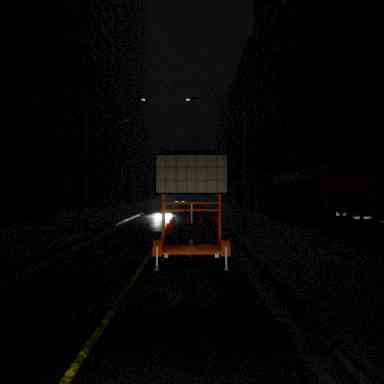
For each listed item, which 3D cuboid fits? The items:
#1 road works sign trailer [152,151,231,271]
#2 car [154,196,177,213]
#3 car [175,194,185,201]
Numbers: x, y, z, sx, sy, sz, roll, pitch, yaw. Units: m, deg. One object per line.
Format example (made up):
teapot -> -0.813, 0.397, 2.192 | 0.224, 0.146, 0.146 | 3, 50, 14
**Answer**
road works sign trailer -> -0.014, 0.468, 10.927 | 2.380, 3.560, 2.880 | 0, 0, 0
car -> -3.154, 1.518, 37.921 | 2.128, 1.511, 4.902 | 0, 0, 0
car -> -3.125, 1.295, 86.904 | 2.150, 2.045, 5.566 | 0, 0, 0
